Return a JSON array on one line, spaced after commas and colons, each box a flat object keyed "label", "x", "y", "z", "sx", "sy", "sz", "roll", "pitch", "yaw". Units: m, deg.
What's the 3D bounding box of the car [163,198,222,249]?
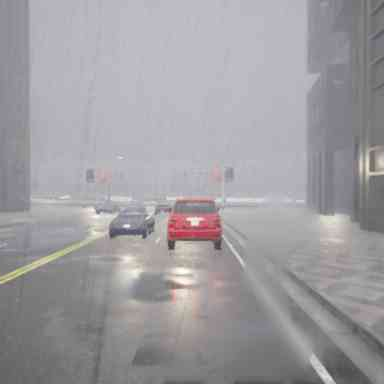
[{"label": "car", "x": 0.091, "y": 1.265, "z": 14.884, "sx": 2.150, "sy": 2.045, "sz": 5.566, "roll": 0, "pitch": 0, "yaw": 0}]

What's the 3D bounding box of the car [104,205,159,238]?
[{"label": "car", "x": -3.153, "y": 1.638, "z": 18.150, "sx": 1.994, "sy": 1.385, "sz": 4.181, "roll": 0, "pitch": -1, "yaw": 0}]

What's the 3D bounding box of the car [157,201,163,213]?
[{"label": "car", "x": -3.157, "y": 1.817, "z": 37.800, "sx": 1.837, "sy": 1.490, "sz": 4.892, "roll": 0, "pitch": -1, "yaw": 0}]

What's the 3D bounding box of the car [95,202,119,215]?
[{"label": "car", "x": -9.760, "y": 1.877, "z": 38.969, "sx": 2.033, "sy": 1.411, "sz": 5.357, "roll": 0, "pitch": -1, "yaw": 0}]

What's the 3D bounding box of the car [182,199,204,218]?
[{"label": "car", "x": 0.088, "y": 1.611, "z": 33.448, "sx": 2.097, "sy": 1.767, "sz": 4.553, "roll": 0, "pitch": -1, "yaw": 1}]

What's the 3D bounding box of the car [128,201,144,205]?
[{"label": "car", "x": -6.515, "y": 1.833, "z": 38.544, "sx": 1.837, "sy": 1.490, "sz": 4.892, "roll": 0, "pitch": -1, "yaw": 0}]
